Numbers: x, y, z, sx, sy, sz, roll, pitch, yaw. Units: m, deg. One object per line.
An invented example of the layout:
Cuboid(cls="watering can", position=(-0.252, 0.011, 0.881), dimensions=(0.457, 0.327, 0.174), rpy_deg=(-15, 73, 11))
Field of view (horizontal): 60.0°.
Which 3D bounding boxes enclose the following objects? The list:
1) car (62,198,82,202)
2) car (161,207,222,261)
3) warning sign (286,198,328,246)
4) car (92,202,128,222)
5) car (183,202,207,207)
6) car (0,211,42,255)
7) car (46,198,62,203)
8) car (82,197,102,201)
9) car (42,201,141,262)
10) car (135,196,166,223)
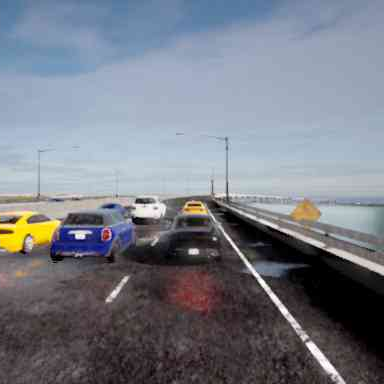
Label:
Cuboid(cls="car", position=(-20.398, 1.714, 58.115), dimensions=(1.812, 1.442, 4.674), rpy_deg=(0, 0, 2))
Cuboid(cls="car", position=(0.082, 1.551, 12.488), dimensions=(1.837, 1.490, 4.892), rpy_deg=(0, 0, 1))
Cuboid(cls="warning sign", position=(4.573, 1.164, 13.348), dimensions=(1.300, 1.860, 1.060), rpy_deg=(-1, -1, 0))
Cuboid(cls="car", position=(-6.789, 1.623, 28.111), dimensions=(1.812, 1.442, 4.674), rpy_deg=(0, 0, 1))
Cuboid(cls="car", position=(0.221, 1.576, 28.554), dimensions=(1.882, 1.535, 5.008), rpy_deg=(0, 0, 1))
Cuboid(cls="car", position=(-6.902, 1.526, 13.618), dimensions=(1.882, 1.535, 5.008), rpy_deg=(0, 0, 1))
Cuboid(cls="car", position=(-23.890, 1.715, 58.193), dimensions=(1.812, 1.442, 4.674), rpy_deg=(0, 0, 2))
Cuboid(cls="car", position=(-16.905, 1.679, 58.031), dimensions=(2.128, 1.511, 4.902), rpy_deg=(0, 0, 2))
Cuboid(cls="car", position=(-3.419, 1.396, 12.395), dimensions=(2.097, 1.767, 4.553), rpy_deg=(0, 0, 1))
Cuboid(cls="car", position=(-3.325, 1.315, 26.286), dimensions=(2.150, 2.045, 5.566), rpy_deg=(0, 0, 1))
